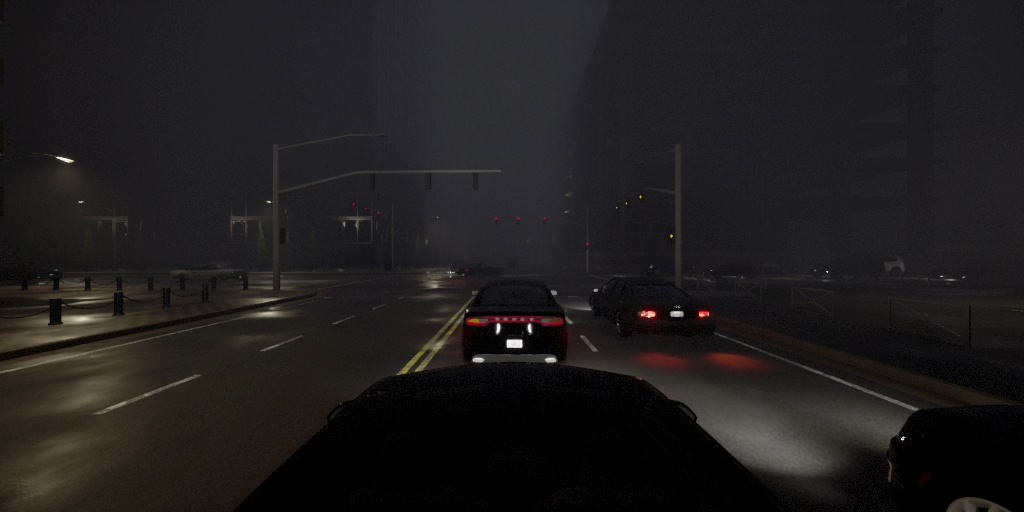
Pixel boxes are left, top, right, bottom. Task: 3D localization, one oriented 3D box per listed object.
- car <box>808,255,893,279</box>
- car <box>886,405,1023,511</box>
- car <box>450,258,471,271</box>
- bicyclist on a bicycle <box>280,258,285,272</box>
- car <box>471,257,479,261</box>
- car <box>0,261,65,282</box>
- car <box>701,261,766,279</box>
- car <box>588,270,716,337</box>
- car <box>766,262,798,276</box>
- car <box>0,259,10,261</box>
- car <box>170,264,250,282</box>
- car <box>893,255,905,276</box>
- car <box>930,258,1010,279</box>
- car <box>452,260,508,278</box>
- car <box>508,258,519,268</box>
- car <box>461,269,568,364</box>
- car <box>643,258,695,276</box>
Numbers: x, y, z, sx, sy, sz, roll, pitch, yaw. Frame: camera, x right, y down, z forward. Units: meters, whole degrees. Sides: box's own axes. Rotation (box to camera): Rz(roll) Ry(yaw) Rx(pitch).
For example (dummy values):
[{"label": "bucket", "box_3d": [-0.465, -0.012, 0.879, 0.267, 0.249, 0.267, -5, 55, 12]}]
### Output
[{"label": "car", "box_3d": [29.426, 0.916, 31.546, 5.566, 2.045, 2.150, 0, 0, 0]}, {"label": "car", "box_3d": [3.600, 1.255, 0.504, 1.837, 1.490, 4.892, 0, 0, 0]}, {"label": "car", "box_3d": [-7.084, 1.228, 48.507, 1.882, 1.535, 5.008, 0, 0, 0]}, {"label": "bicyclist on a bicycle", "box_3d": [-25.400, 0.995, 39.334, 0.582, 1.620, 1.656, 0, 0, 0]}, {"label": "car", "box_3d": [-7.069, 1.297, 59.020, 2.033, 1.411, 5.357, 0, 0, 0]}, {"label": "car", "box_3d": [-37.259, 1.258, 27.461, 4.181, 1.385, 1.994, 0, 0, 0]}, {"label": "car", "box_3d": [19.161, 1.220, 31.493, 4.674, 1.442, 1.812, 0, 0, 0]}, {"label": "car", "box_3d": [3.573, 1.297, 10.241, 2.033, 1.411, 5.357, 0, 0, 0]}, {"label": "car", "box_3d": [24.705, 1.242, 35.032, 5.357, 1.411, 2.033, 0, 0, 0]}, {"label": "car", "box_3d": [-51.170, 1.047, 34.787, 4.553, 1.767, 2.097, 0, 0, 1]}, {"label": "car", "box_3d": [-22.943, 1.295, 27.370, 4.718, 1.301, 1.895, 0, 0, 0]}, {"label": "car", "box_3d": [34.896, 0.916, 35.060, 5.566, 2.045, 2.150, 0, 0, 0]}, {"label": "car", "box_3d": [39.918, 1.172, 31.561, 5.008, 1.535, 1.882, 0, 0, 0]}, {"label": "car", "box_3d": [-2.839, 1.321, 32.922, 1.895, 1.301, 4.718, 0, 0, 41]}, {"label": "car", "box_3d": [0.117, 1.241, 58.506, 2.128, 1.511, 4.902, 0, 0, 0]}, {"label": "car", "box_3d": [0.056, 1.228, 8.118, 1.882, 1.535, 5.008, 0, 0, 0]}, {"label": "car", "box_3d": [15.237, 1.047, 35.022, 4.553, 1.767, 2.097, 0, 0, 0]}]
